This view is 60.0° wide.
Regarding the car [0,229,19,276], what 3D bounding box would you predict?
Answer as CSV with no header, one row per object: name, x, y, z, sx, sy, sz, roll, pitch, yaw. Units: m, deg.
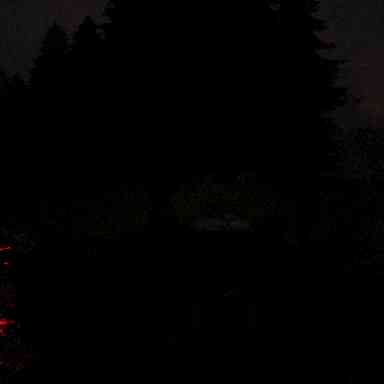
car,-6.715,1.615,9.606,4.892,1.490,1.837,0,1,41
